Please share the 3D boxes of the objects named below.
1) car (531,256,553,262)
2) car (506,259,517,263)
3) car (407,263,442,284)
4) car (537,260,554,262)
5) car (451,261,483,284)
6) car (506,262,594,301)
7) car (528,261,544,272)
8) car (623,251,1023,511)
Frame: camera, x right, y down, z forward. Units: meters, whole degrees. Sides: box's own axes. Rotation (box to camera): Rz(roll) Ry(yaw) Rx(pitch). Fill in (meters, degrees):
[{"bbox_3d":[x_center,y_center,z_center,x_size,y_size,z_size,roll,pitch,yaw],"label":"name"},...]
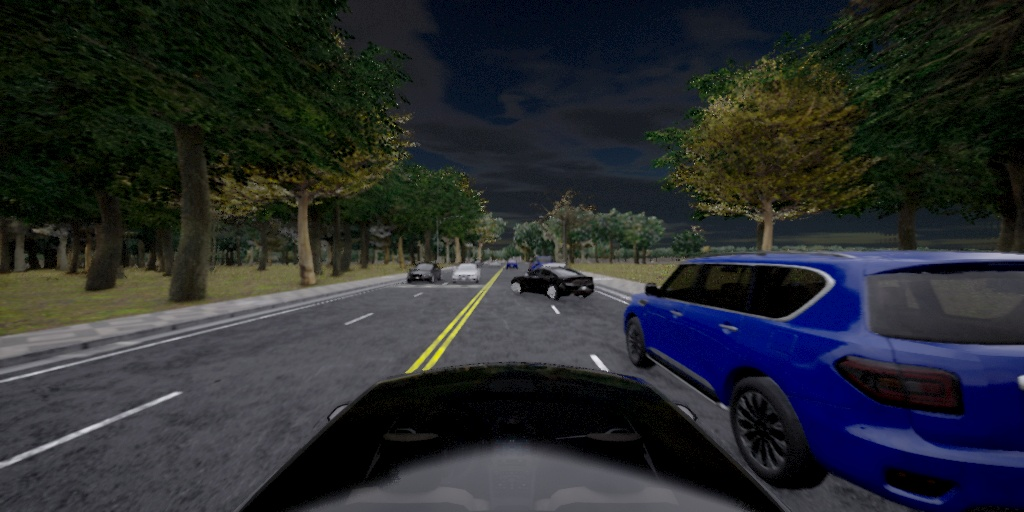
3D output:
[{"bbox_3d":[3.254,1.025,37.740,2.150,2.045,5.566,0,0,0],"label":"car"},{"bbox_3d":[0.021,1.359,58.748,1.882,1.535,5.008,0,0,0],"label":"car"},{"bbox_3d":[-6.592,1.286,27.388,1.837,1.490,4.892,0,0,0],"label":"car"},{"bbox_3d":[3.253,1.285,26.738,2.163,1.488,4.792,0,0,0],"label":"car"},{"bbox_3d":[-3.343,1.307,27.199,1.812,1.442,4.674,0,0,0],"label":"car"},{"bbox_3d":[1.835,1.244,17.772,1.882,1.535,5.008,0,0,-32],"label":"car"},{"bbox_3d":[3.255,1.363,48.710,1.812,1.442,4.674,0,0,0],"label":"car"},{"bbox_3d":[3.251,0.974,4.737,2.150,2.045,5.566,0,0,0],"label":"car"}]
